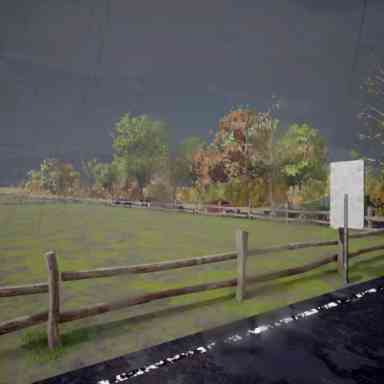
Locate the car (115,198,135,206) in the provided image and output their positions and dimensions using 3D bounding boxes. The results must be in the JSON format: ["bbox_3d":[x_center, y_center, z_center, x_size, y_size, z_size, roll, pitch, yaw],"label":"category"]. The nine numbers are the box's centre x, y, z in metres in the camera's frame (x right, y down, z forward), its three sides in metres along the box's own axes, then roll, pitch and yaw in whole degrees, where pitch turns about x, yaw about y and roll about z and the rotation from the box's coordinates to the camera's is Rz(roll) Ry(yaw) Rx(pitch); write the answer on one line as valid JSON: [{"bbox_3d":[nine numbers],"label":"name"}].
[{"bbox_3d":[-10.933,1.604,53.976,1.994,1.385,4.181,0,0,-34],"label":"car"}]

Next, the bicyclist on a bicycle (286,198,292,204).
[{"bbox_3d":[9.922,1.488,34.175,1.656,1.620,0.582,0,0,-35],"label":"bicyclist on a bicycle"}]

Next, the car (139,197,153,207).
[{"bbox_3d":[-6.653,1.521,52.727,1.882,1.535,5.008,0,0,-34],"label":"car"}]

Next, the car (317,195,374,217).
[{"bbox_3d":[11.488,1.246,26.603,2.150,2.045,5.566,0,0,-35],"label":"car"}]

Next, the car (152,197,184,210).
[{"bbox_3d":[-2.826,1.606,42.120,1.994,1.385,4.181,0,0,-35],"label":"car"}]

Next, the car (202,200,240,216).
[{"bbox_3d":[2.867,1.561,33.874,1.812,1.442,4.674,0,0,-35],"label":"car"}]

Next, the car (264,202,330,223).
[{"bbox_3d":[8.049,1.625,26.388,1.895,1.301,4.718,0,0,-35],"label":"car"}]
